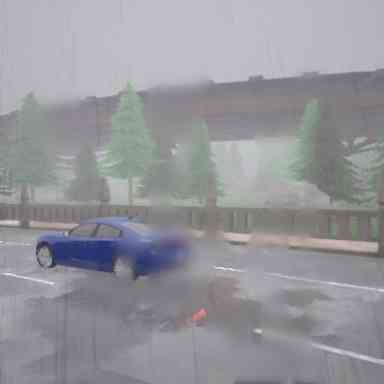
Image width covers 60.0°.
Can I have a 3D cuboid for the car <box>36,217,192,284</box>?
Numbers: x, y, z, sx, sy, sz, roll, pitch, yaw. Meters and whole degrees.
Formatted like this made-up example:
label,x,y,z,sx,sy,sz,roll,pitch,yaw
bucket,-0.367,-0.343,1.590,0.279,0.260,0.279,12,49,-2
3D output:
label,x,y,z,sx,sy,sz,roll,pitch,yaw
car,-2.384,1.461,9.530,5.008,1.535,1.882,0,0,31
